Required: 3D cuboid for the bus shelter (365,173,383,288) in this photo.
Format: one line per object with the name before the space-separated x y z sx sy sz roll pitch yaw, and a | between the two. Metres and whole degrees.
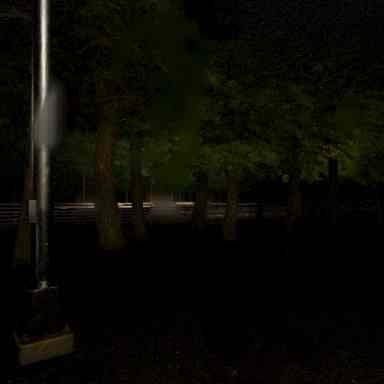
bus shelter | 6.429 0.906 8.583 3.880 2.740 1.920 0 0 -36
